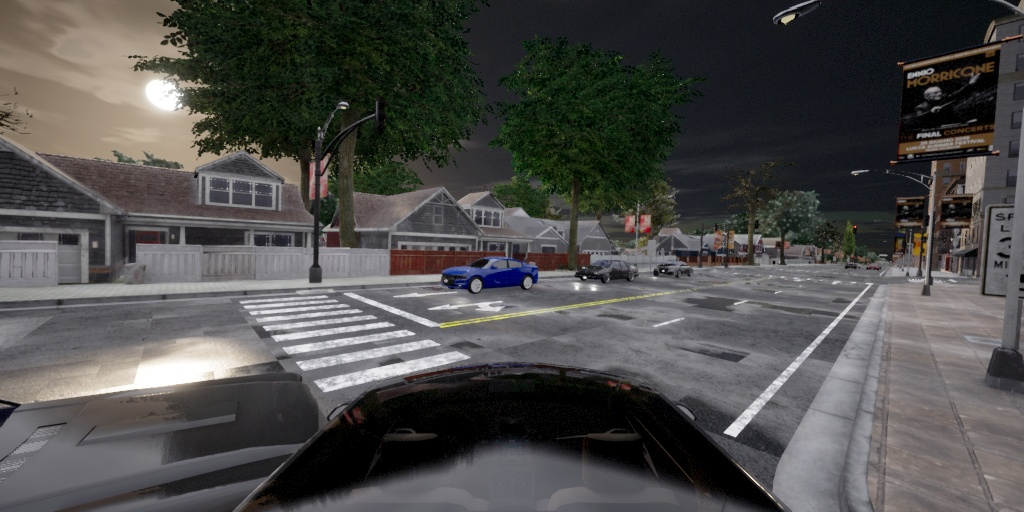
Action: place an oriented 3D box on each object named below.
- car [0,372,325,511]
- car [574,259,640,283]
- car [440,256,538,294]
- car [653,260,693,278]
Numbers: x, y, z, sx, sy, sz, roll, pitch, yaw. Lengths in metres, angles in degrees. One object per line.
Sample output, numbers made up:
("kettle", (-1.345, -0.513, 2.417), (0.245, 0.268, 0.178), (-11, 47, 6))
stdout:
("car", (-3.318, 1.272, 1.448), (4.718, 1.301, 1.895), (1, 2, -33))
("car", (6.344, 0.932, 23.425), (5.357, 1.411, 2.033), (1, 2, -43))
("car", (-0.915, 0.780, 16.602), (5.008, 1.535, 1.882), (1, 2, -43))
("car", (13.634, 1.035, 30.248), (4.181, 1.385, 1.994), (1, 2, -44))
